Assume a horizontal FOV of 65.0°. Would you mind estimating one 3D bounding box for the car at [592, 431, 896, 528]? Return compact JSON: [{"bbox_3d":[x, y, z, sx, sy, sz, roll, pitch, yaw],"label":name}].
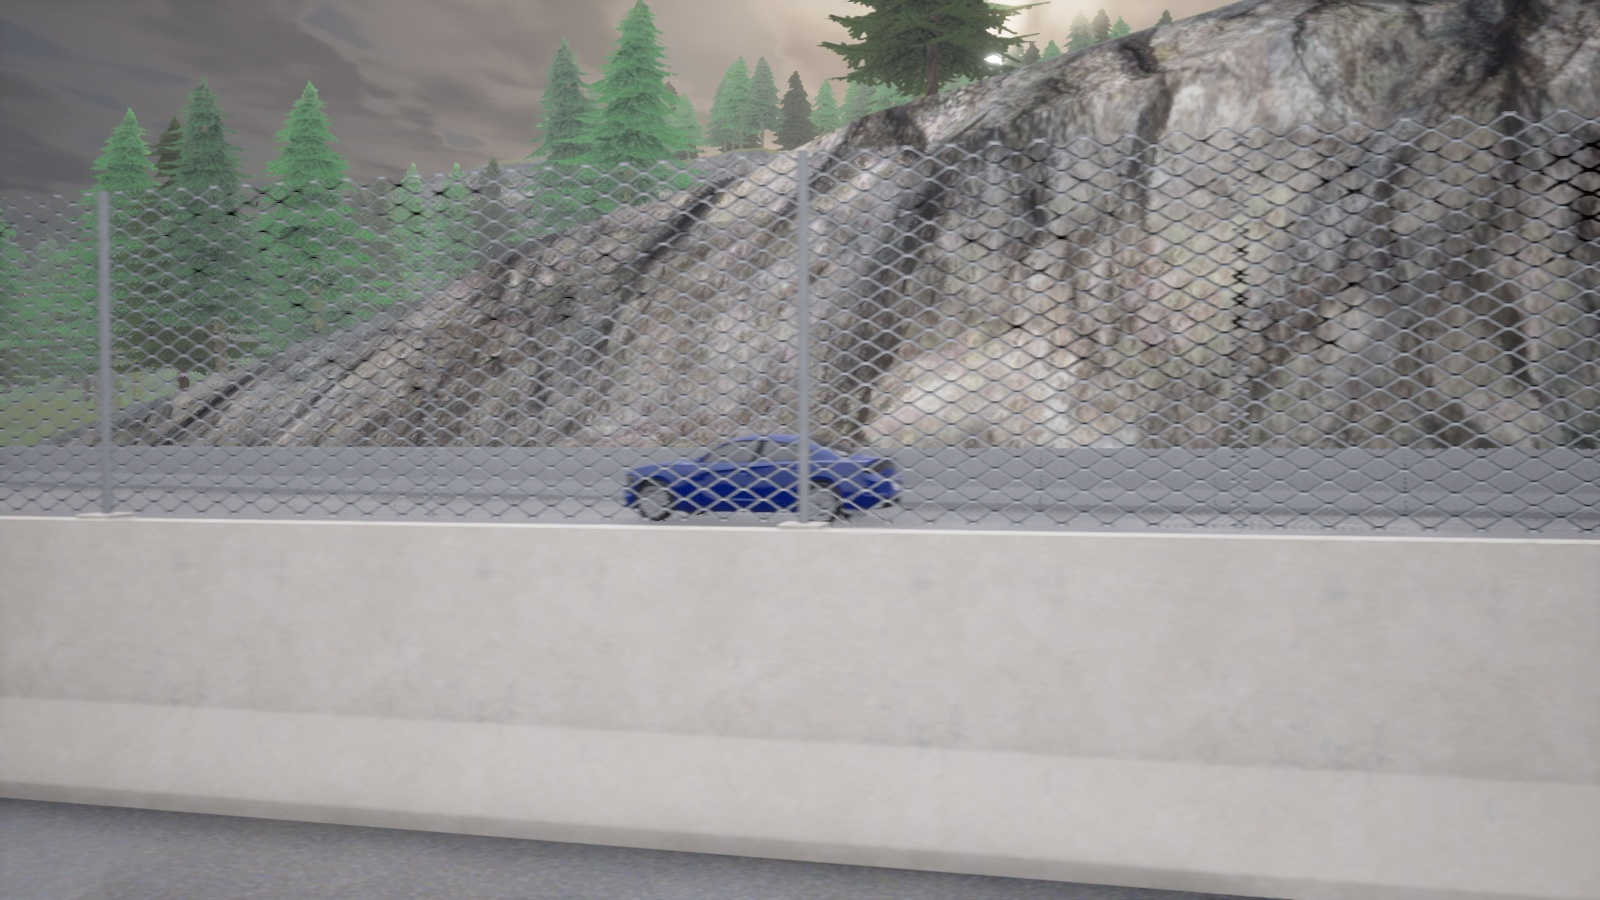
[{"bbox_3d":[-0.981,0.452,22.114,5.008,1.535,1.882,1,1,21],"label":"car"}]
